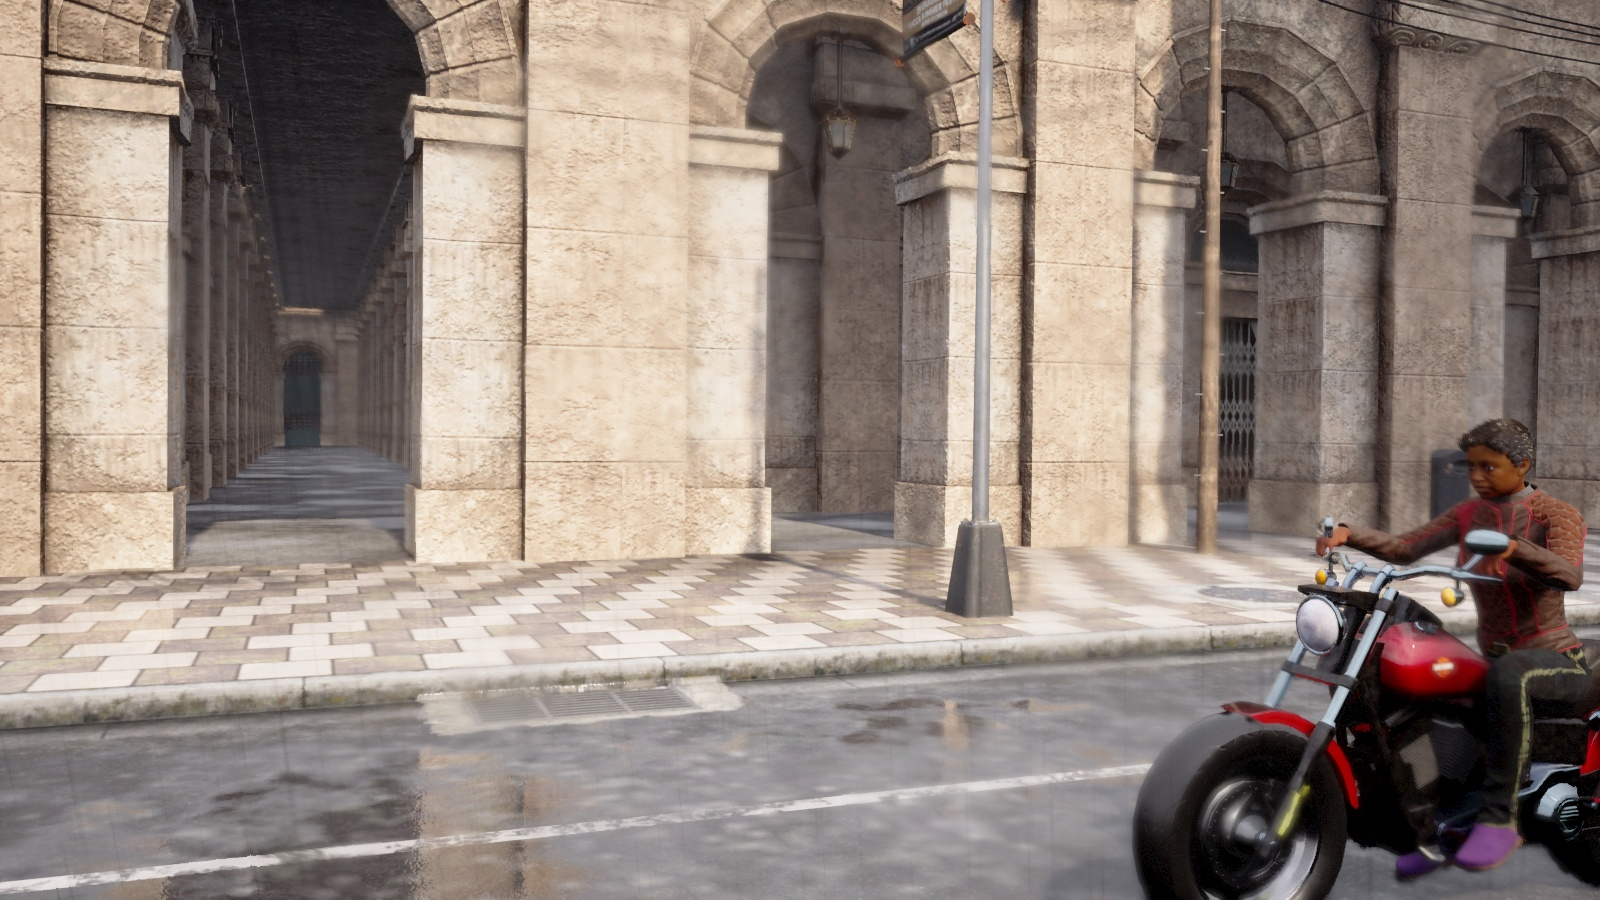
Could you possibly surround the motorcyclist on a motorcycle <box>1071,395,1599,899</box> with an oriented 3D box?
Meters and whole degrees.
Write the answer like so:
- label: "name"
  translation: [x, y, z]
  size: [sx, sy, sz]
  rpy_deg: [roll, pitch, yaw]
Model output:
- label: "motorcyclist on a motorcycle"
  translation: [2.107, 0.660, 4.062]
  size: [2.350, 1.649, 0.766]
  rpy_deg: [-1, 1, -21]
